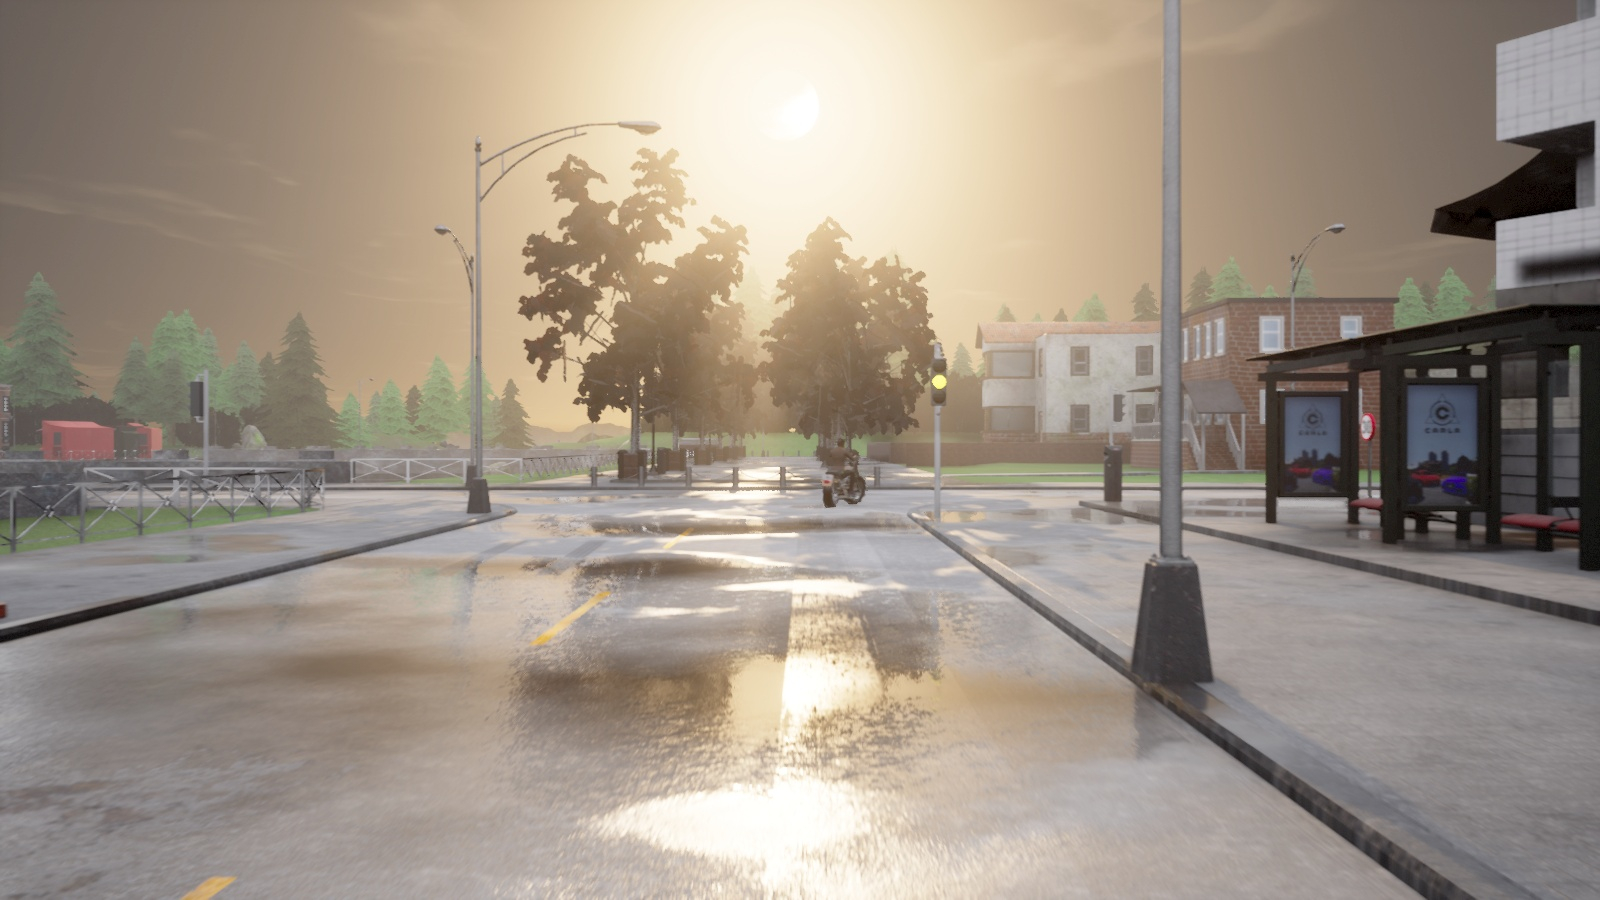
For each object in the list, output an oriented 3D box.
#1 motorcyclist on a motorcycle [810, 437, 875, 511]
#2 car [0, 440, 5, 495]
[{"bbox_3d":[1.028,0.531,29.589,0.766,1.649,2.350,2,1,21],"label":"motorcyclist on a motorcycle"},{"bbox_3d":[-24.192,0.484,33.658,4.514,1.525,2.007,0,0,2],"label":"car"}]
